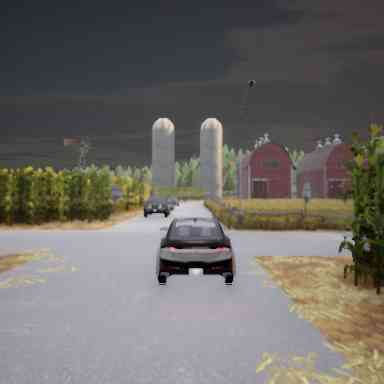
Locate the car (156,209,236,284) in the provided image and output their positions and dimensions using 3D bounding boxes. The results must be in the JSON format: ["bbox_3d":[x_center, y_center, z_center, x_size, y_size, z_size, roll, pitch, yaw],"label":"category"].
[{"bbox_3d":[0.091,1.458,9.443,2.128,1.511,4.902,0,0,0],"label":"car"}]

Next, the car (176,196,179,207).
[{"bbox_3d":[-3.156,1.470,54.019,2.097,1.767,4.553,0,0,0],"label":"car"}]

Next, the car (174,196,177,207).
[{"bbox_3d":[-3.195,1.610,41.524,1.812,1.442,4.674,0,0,0],"label":"car"}]

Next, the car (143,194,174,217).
[{"bbox_3d":[-3.196,1.247,31.298,2.150,2.045,5.566,0,0,0],"label":"car"}]
